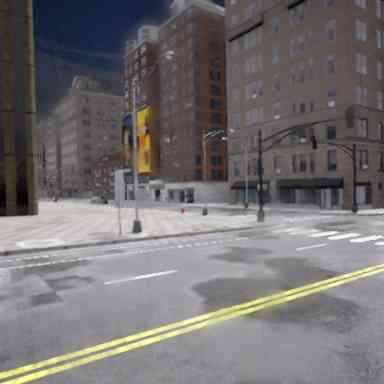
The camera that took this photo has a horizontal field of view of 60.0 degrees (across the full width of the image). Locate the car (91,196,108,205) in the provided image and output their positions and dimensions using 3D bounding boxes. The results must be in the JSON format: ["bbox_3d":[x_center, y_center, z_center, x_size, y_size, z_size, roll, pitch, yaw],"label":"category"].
[{"bbox_3d":[-16.579,1.503,59.513,1.837,1.490,4.892,-2,1,-35],"label":"car"}]
